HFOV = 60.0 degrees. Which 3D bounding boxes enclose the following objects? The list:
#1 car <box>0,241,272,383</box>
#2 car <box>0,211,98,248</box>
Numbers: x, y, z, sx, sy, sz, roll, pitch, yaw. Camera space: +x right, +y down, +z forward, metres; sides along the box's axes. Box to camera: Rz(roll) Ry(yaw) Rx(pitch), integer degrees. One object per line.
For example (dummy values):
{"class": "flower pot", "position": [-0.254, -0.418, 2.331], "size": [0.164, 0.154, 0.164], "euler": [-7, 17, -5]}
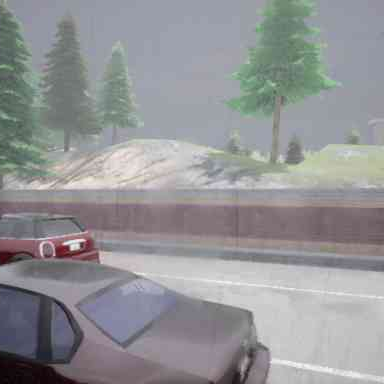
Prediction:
{"class": "car", "position": [-1.880, 1.547, 3.845], "size": [5.357, 1.411, 2.033], "euler": [0, 0, 22]}
{"class": "car", "position": [-4.781, 1.351, 8.891], "size": [4.553, 1.767, 2.097], "euler": [0, 0, 23]}
